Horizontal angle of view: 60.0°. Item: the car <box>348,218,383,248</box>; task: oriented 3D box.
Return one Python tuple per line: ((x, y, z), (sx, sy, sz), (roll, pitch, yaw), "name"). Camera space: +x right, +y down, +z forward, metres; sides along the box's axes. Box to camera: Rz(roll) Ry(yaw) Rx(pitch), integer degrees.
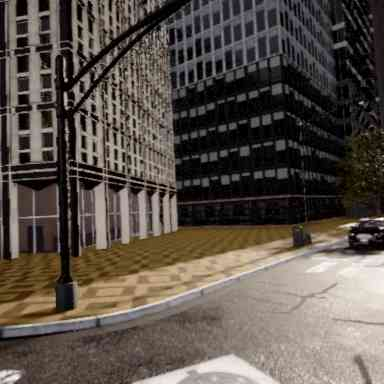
((10.265, 2.237, 18.886), (2.128, 1.511, 4.902), (-5, -5, 38), "car")
